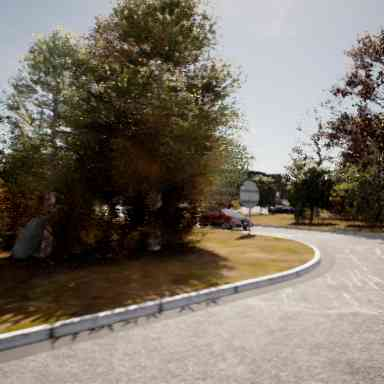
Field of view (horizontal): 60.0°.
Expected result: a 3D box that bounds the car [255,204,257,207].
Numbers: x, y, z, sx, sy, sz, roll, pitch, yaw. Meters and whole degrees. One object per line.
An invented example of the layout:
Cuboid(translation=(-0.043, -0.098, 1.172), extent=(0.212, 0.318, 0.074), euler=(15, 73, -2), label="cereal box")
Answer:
Cuboid(translation=(18.740, 2.577, 82.862), extent=(2.435, 2.045, 5.566), euler=(2, -1, -36), label="car")

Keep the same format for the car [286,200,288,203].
Cuboid(translation=(18.038, 2.559, 66.920), extent=(1.946, 1.575, 5.366), euler=(1, -1, -36), label="car")

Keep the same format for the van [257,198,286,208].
Cuboid(translation=(15.610, 2.286, 65.513), extent=(1.878, 1.987, 4.442), euler=(1, -1, -36), label="van")

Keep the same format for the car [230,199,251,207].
Cuboid(translation=(11.307, 2.479, 77.390), extent=(2.185, 1.767, 4.553), euler=(1, -1, -36), label="car")

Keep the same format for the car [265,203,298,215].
Cuboid(translation=(13.225, 2.648, 47.491), extent=(1.895, 1.301, 4.718), euler=(3, -3, -35), label="car")

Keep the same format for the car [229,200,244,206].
Cuboid(translation=(8.827, 2.549, 75.835), extent=(1.946, 1.575, 5.366), euler=(1, -1, -36), label="car")

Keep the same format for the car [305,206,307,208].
Cuboid(translation=(20.183, 2.614, 68.495), extent=(1.946, 1.575, 5.366), euler=(2, -1, -36), label="car")

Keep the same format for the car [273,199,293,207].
Cuboid(translation=(23.519, 2.888, 86.402), extent=(2.185, 1.767, 4.553), euler=(2, -1, -37), label="car")

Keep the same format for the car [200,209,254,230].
Cuboid(translation=(2.312, 1.889, 23.231), extent=(1.994, 1.385, 4.181), euler=(3, -3, -36), label="car")
